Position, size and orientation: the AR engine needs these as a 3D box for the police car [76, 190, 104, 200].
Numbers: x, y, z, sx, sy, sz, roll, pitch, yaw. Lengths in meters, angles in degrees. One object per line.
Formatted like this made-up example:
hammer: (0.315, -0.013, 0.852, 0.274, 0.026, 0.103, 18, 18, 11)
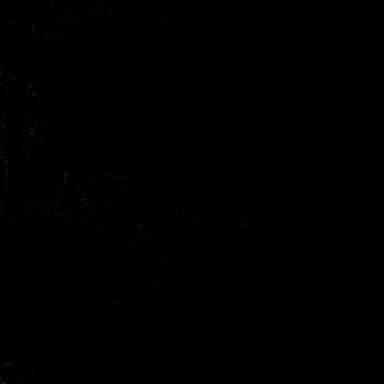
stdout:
police car: (-18.586, 0.542, 60.717, 1.930, 1.638, 5.238, -1, -1, 35)
